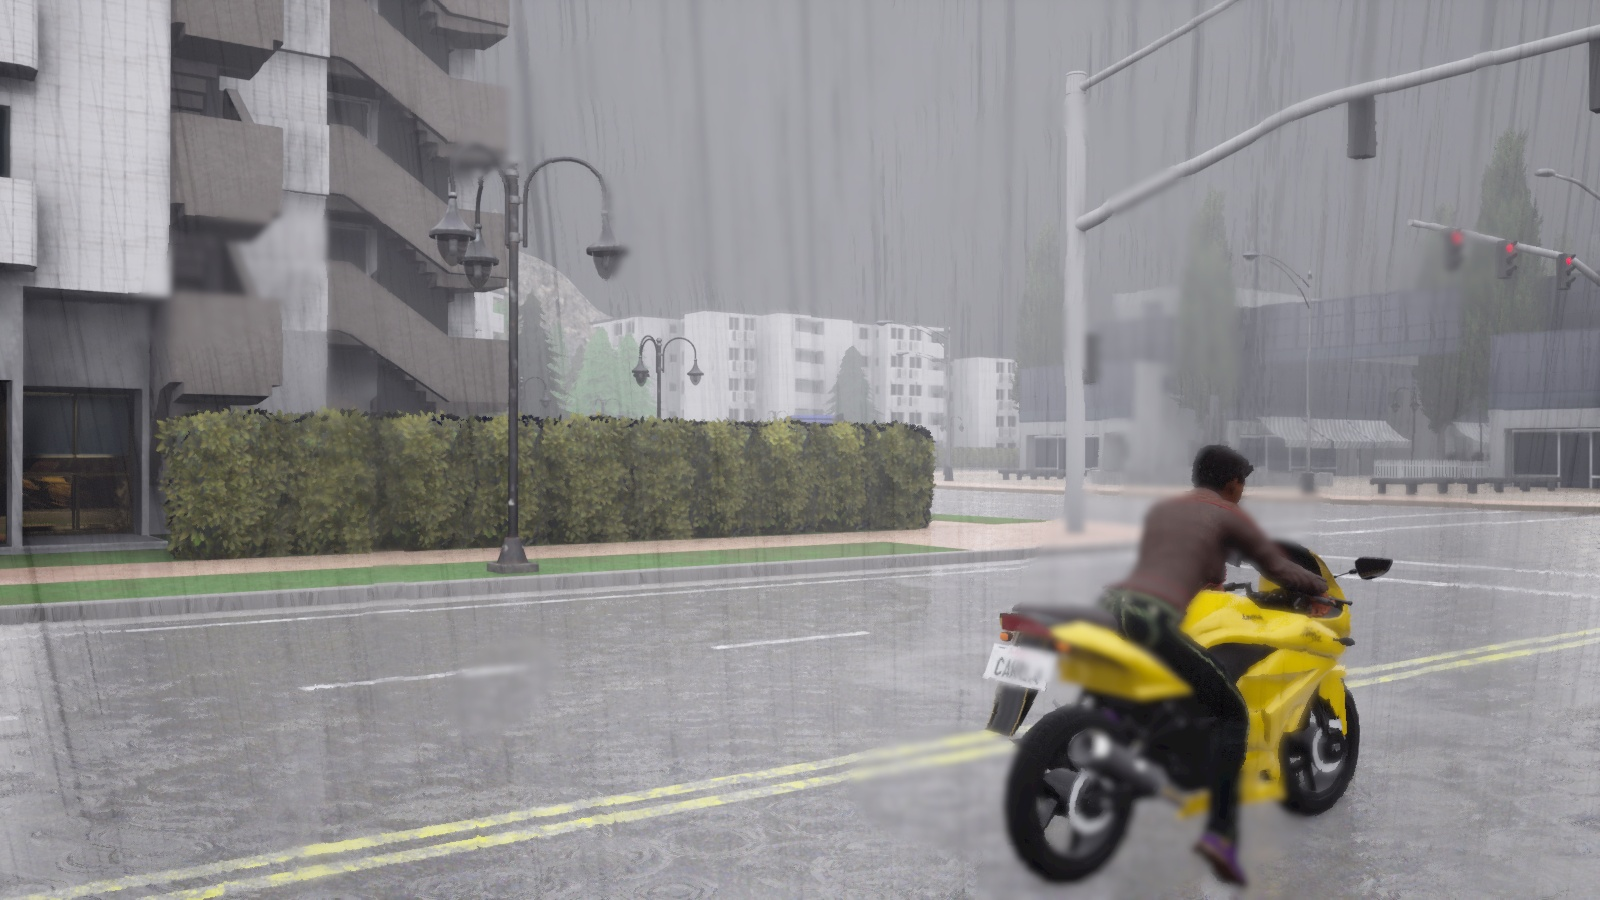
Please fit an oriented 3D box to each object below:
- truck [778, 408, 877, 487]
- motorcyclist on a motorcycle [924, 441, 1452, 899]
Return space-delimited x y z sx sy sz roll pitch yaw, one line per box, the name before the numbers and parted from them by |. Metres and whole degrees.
truck | 1.166 -0.094 59.567 2.891 3.462 7.936 0 0 -12
motorcyclist on a motorcycle | 1.507 0.735 4.703 2.044 1.523 0.797 0 0 -35
